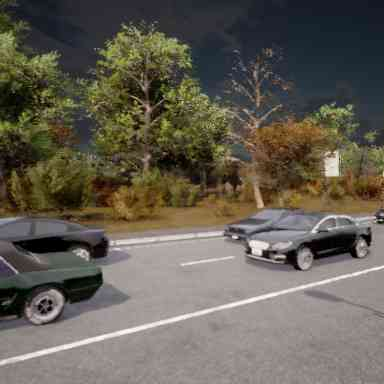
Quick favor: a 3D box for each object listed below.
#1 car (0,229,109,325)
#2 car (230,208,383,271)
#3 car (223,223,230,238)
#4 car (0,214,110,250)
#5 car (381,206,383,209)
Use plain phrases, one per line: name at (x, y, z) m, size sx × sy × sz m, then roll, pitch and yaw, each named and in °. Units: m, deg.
car at (-4.030, 1.552, 5.442) m, size 4.718 × 1.301 × 1.895 m, roll 0°, pitch 0°, yaw -35°
car at (3.868, 1.420, 10.779) m, size 4.902 × 1.511 × 2.128 m, roll 0°, pitch 1°, yaw -34°
car at (3.961, 1.440, 15.058) m, size 5.357 × 1.411 × 2.033 m, roll 0°, pitch 1°, yaw -34°
car at (-4.813, 1.402, 9.160) m, size 5.008 × 1.535 × 1.882 m, roll 0°, pitch 0°, yaw -34°
car at (13.842, 1.284, 21.690) m, size 4.892 × 1.490 × 1.837 m, roll -1°, pitch 1°, yaw -34°
